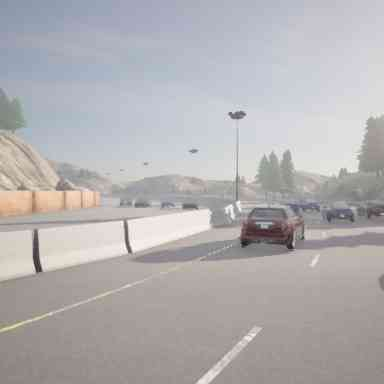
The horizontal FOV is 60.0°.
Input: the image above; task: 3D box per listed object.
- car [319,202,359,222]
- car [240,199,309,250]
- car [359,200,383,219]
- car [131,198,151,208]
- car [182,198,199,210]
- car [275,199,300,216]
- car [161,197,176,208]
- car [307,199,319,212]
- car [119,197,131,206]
[{"bbox_3d":[11.414,1.524,26.159,1.812,1.442,4.674,0,0,15],"label":"car"},{"bbox_3d":[3.679,1.351,14.660,2.097,1.767,4.553,0,0,25],"label":"car"},{"bbox_3d":[15.589,1.502,28.607,1.837,1.490,4.892,0,0,13],"label":"car"},{"bbox_3d":[-6.958,1.564,47.136,1.994,1.385,4.181,0,0,0],"label":"car"},{"bbox_3d":[-0.156,1.477,42.454,1.882,1.535,5.008,0,0,3],"label":"car"},{"bbox_3d":[9.394,1.476,33.162,1.882,1.535,5.008,0,0,10],"label":"car"},{"bbox_3d":[-3.459,1.525,48.675,1.812,1.442,4.674,0,0,-1],"label":"car"},{"bbox_3d":[13.710,1.524,39.319,1.812,1.442,4.674,0,0,6],"label":"car"},{"bbox_3d":[-10.633,1.508,53.882,2.128,1.511,4.902,0,0,-7],"label":"car"}]
